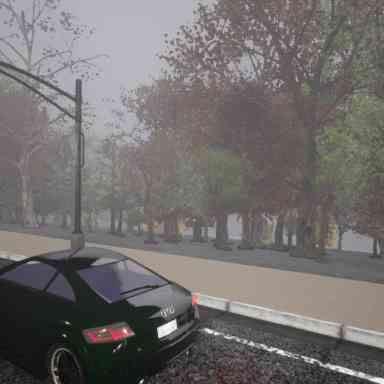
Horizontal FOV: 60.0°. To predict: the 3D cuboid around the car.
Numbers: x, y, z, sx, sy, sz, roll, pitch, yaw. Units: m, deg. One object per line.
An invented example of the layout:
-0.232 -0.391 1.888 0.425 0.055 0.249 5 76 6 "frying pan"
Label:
-1.915 1.563 5.055 4.181 1.385 1.994 0 0 36 "car"
